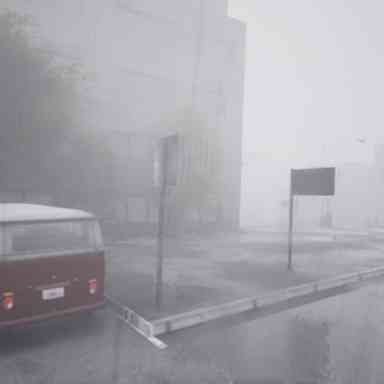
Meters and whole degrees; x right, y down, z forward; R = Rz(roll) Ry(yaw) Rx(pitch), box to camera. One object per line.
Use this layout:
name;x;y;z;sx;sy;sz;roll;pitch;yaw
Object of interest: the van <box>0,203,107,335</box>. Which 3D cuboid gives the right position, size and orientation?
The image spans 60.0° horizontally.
van;-3.328;1.254;6.737;1.878;1.987;4.442;0;0;-36
